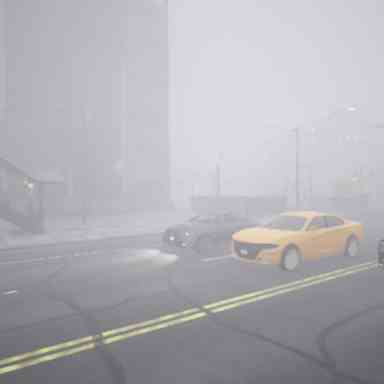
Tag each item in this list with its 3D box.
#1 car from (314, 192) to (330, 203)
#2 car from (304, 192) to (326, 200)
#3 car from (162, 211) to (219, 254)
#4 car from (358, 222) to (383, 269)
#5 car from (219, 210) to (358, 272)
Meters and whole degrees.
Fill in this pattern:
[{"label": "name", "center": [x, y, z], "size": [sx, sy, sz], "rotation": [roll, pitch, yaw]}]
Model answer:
[{"label": "car", "center": [17.914, 0.757, 47.972], "size": [4.553, 1.767, 2.185], "rotation": [-1, 0, -36]}, {"label": "car", "center": [24.827, 0.727, 67.033], "size": [4.674, 1.452, 2.002], "rotation": [-1, 0, -36]}, {"label": "car", "center": [0.916, 1.468, 13.150], "size": [4.181, 1.385, 1.994], "rotation": [-1, 0, -35]}, {"label": "car", "center": [6.630, 1.372, 8.475], "size": [4.902, 1.511, 2.128], "rotation": [-1, 1, -35]}, {"label": "car", "center": [3.480, 1.373, 10.670], "size": [5.008, 1.535, 1.882], "rotation": [0, 0, -35]}]
